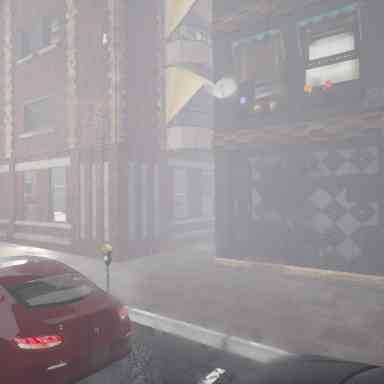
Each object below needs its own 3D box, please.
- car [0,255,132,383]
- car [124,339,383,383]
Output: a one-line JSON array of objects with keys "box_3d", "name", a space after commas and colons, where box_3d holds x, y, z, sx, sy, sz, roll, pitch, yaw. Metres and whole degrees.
[{"box_3d": [-2.670, 1.583, 4.741, 4.206, 1.307, 1.802, 0, -1, 35], "name": "car"}, {"box_3d": [1.941, 1.566, 1.464, 4.313, 1.339, 1.947, 0, -1, 35], "name": "car"}]
